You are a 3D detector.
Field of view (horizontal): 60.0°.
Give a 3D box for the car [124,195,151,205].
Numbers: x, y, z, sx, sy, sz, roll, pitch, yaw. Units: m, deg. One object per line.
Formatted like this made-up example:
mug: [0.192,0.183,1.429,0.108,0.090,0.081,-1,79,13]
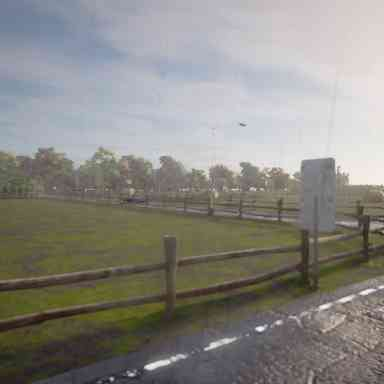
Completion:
car: [-7.389,1.029,44.682,1.895,1.301,4.718,1,0,-36]
